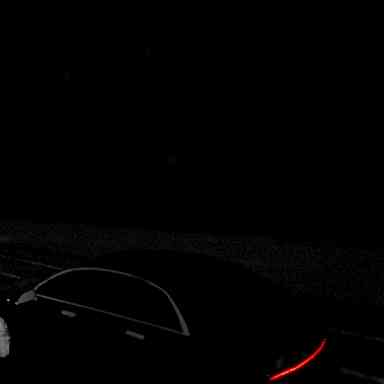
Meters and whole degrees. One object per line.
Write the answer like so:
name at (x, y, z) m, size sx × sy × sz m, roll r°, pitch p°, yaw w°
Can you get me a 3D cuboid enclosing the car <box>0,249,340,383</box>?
car at (-0.787, 1.514, 4.248) m, size 4.892 × 1.490 × 1.837 m, roll 0°, pitch 0°, yaw 35°
